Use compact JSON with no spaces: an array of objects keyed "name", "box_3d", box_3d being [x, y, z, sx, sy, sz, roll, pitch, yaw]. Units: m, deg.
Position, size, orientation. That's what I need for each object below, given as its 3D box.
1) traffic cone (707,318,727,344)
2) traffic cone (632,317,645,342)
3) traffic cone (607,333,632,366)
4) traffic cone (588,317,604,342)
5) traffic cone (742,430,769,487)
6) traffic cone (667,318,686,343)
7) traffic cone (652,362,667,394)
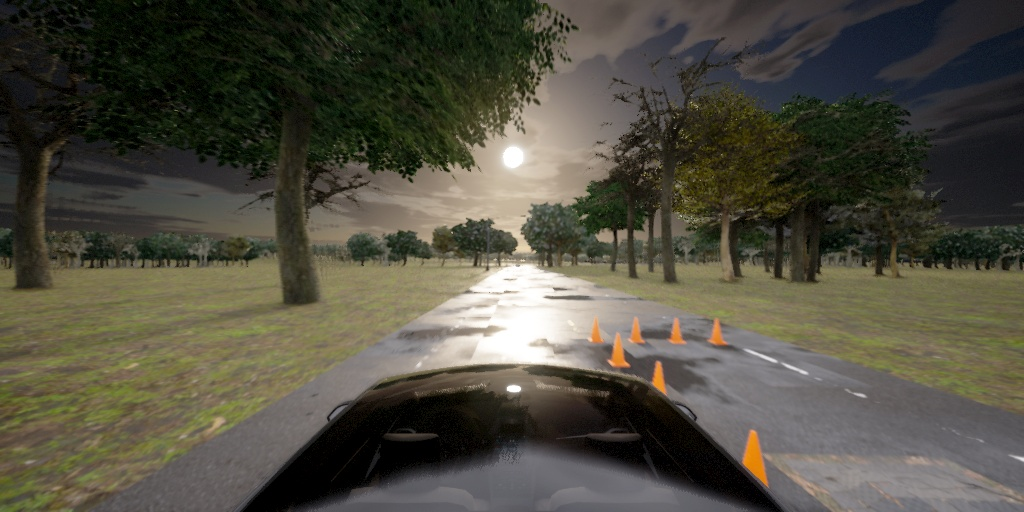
[{"name":"traffic cone","box_3d":[5.089,1.849,8.913,0.340,0.580,0.340,0,0,1]},{"name":"traffic cone","box_3d":[3.090,1.825,8.945,0.340,0.580,0.340,0,0,1]},{"name":"traffic cone","box_3d":[2.058,1.789,6.962,0.340,0.580,0.340,0,0,1]},{"name":"traffic cone","box_3d":[2.090,1.813,8.962,0.340,0.580,0.340,0,0,1]},{"name":"traffic cone","box_3d":[1.993,1.743,2.963,0.340,0.580,0.340,0,0,1]},{"name":"traffic cone","box_3d":[4.089,1.837,8.929,0.340,0.580,0.340,0,0,1]},{"name":"traffic cone","box_3d":[2.025,1.766,4.963,0.340,0.580,0.340,0,0,1]}]
